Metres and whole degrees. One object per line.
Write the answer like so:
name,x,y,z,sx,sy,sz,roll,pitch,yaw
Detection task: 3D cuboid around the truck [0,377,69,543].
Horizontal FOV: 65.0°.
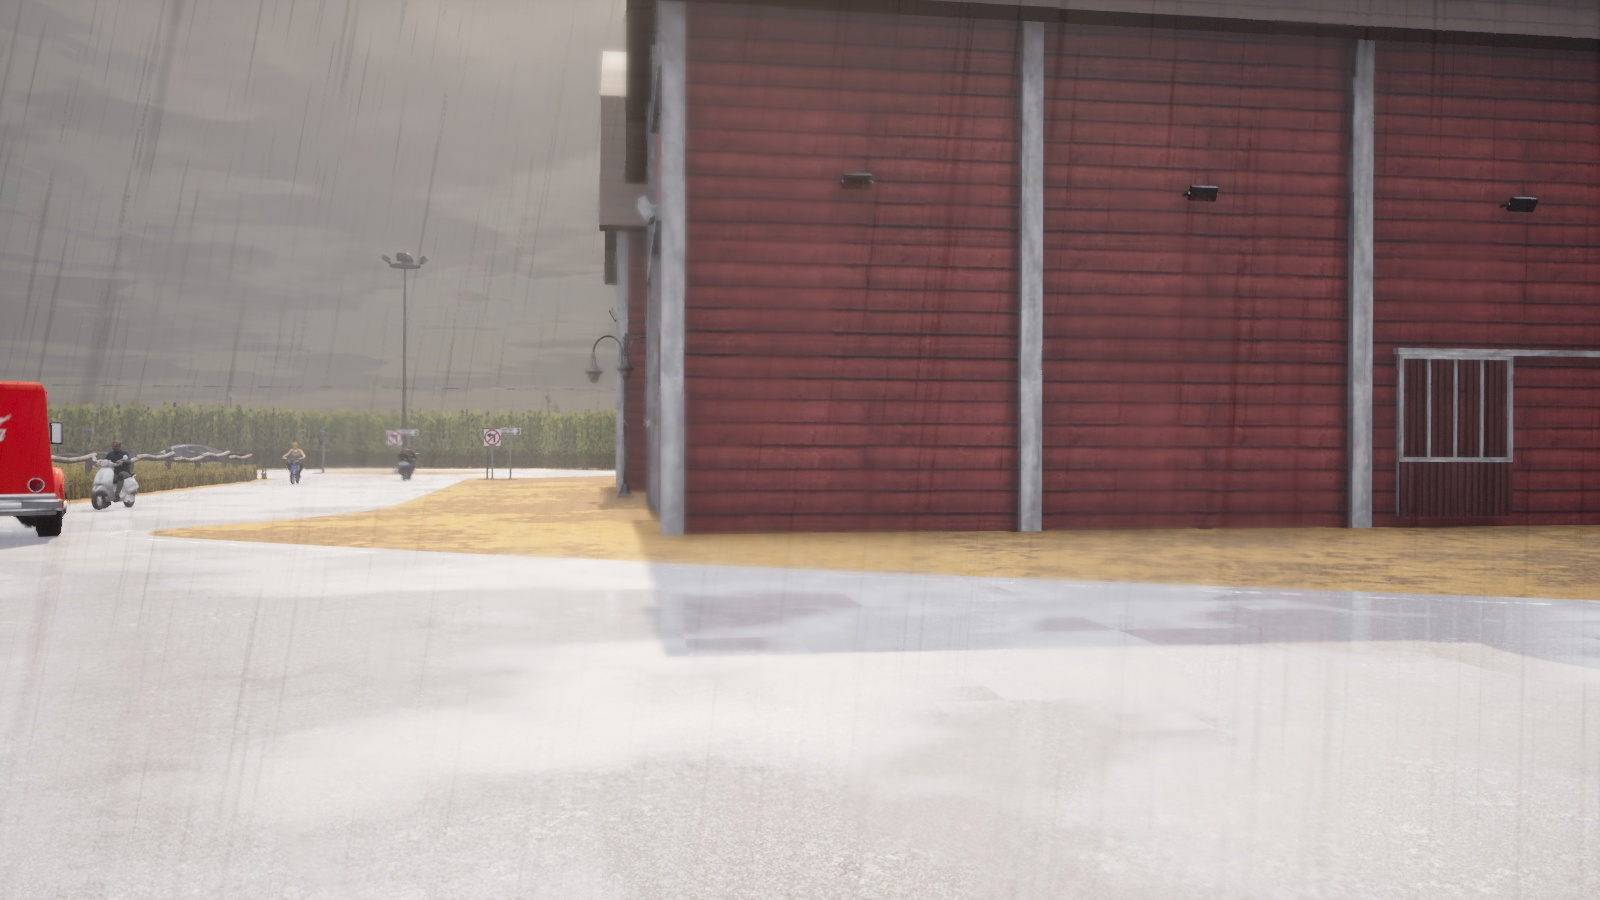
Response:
truck,-13.551,0.130,20.638,2.627,2.467,5.204,0,1,-30

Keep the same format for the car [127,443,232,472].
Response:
car,-34.068,0.407,68.968,4.892,1.490,1.837,0,1,-38

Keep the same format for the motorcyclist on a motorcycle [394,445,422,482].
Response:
motorcyclist on a motorcycle,-16.590,0.572,53.166,0.866,1.530,2.191,1,0,-10

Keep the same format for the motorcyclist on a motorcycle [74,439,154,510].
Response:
motorcyclist on a motorcycle,-15.914,0.549,29.186,0.866,1.590,1.817,0,0,-1

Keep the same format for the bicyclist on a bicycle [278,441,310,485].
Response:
bicyclist on a bicycle,-19.060,0.473,47.314,0.866,1.612,1.509,0,0,-12
